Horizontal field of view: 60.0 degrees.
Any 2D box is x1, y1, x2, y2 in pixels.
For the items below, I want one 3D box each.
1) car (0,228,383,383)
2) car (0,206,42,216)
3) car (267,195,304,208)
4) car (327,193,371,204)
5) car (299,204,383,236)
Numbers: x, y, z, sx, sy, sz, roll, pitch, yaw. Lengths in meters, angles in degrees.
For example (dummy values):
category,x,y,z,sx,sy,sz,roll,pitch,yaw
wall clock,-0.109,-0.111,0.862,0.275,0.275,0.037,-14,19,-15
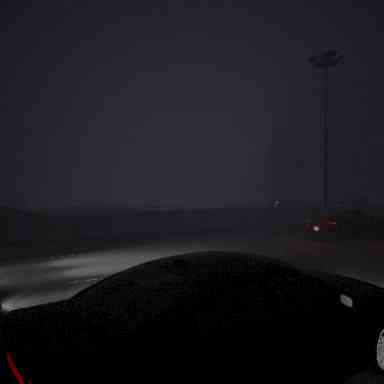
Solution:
category,x,y,z,sx,sy,sz,roll,pitch,yaw
car,0.562,1.465,3.913,5.008,1.535,1.882,0,0,-34
car,-10.752,1.448,17.647,5.357,1.411,2.033,0,0,-34
car,11.714,1.251,41.740,4.553,1.767,2.097,0,0,-23
car,19.361,1.149,41.055,5.566,2.045,2.150,0,0,-20
car,7.714,1.496,16.360,4.674,1.442,1.812,0,0,-29
